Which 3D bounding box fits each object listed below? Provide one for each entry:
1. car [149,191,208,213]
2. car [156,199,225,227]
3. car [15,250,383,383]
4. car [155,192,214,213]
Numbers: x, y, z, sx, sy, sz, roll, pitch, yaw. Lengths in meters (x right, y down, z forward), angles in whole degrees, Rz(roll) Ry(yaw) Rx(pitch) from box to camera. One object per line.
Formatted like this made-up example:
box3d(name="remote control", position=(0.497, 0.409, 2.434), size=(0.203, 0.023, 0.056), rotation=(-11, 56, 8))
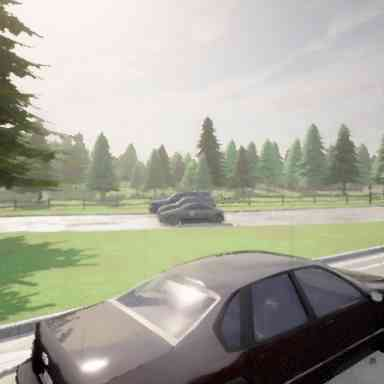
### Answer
box3d(name="car", position=(-0.790, 0.989, 27.981), size=(5.566, 2.045, 2.150), rotation=(-1, 1, -7))
box3d(name="car", position=(-0.002, 1.380, 21.107), size=(4.181, 1.385, 1.994), rotation=(-1, 1, -7))
box3d(name="car", position=(0.861, 1.498, 4.172), size=(5.357, 1.411, 2.033), rotation=(-1, 1, -36))
box3d(name="car", position=(-0.256, 1.141, 24.596), size=(4.553, 1.767, 2.097), rotation=(-1, 0, -7))
